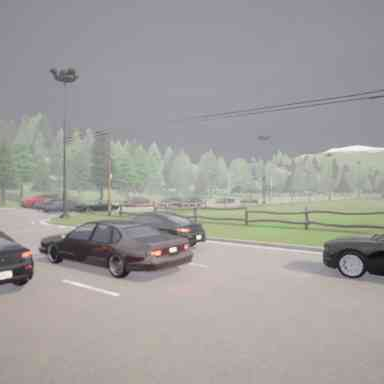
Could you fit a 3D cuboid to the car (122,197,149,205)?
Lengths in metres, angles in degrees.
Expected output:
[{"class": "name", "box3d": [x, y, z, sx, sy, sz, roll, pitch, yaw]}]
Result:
[{"class": "car", "box3d": [-9.468, 1.583, 54.539, 1.994, 1.385, 4.181, 0, 0, 37]}]

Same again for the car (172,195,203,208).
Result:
[{"class": "car", "box3d": [-0.336, 1.520, 49.213, 1.837, 1.490, 4.892, 0, 0, 37]}]

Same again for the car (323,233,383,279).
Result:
[{"class": "car", "box3d": [5.935, 1.478, 8.329, 5.008, 1.535, 1.882, -1, 0, 36]}]

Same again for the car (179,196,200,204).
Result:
[{"class": "car", "box3d": [-0.404, 1.583, 66.432, 1.994, 1.385, 4.181, 0, 0, 38]}]

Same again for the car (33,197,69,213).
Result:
[{"class": "car", "box3d": [-14.063, 1.564, 36.601, 2.033, 1.411, 5.357, 0, 0, 35]}]

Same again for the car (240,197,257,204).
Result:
[{"class": "car", "box3d": [10.836, 1.580, 63.908, 1.994, 1.385, 4.181, 0, 0, 38]}]

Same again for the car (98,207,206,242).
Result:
[{"class": "car", "box3d": [-1.588, 1.530, 13.835, 4.674, 1.442, 1.812, 0, 0, 36]}]

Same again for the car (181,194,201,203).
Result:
[{"class": "car", "box3d": [-0.193, 1.376, 72.453, 2.097, 1.767, 4.553, 0, 0, 37]}]

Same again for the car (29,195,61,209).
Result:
[{"class": "car", "box3d": [-18.000, 1.524, 43.133, 1.837, 1.490, 4.892, 0, 0, 36]}]

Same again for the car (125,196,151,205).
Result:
[{"class": "car", "box3d": [-9.753, 1.547, 59.943, 1.812, 1.442, 4.674, 0, 0, 37]}]

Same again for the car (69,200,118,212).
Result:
[{"class": "car", "box3d": [-10.358, 1.615, 35.794, 1.895, 1.301, 4.718, 0, 0, 36]}]

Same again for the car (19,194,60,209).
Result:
[{"class": "car", "box3d": [-20.573, 1.243, 45.549, 2.150, 2.045, 5.566, 0, 0, 36]}]

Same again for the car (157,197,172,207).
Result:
[{"class": "car", "box3d": [-3.426, 1.523, 50.929, 1.837, 1.490, 4.892, 0, -1, 37]}]

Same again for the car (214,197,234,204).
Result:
[{"class": "car", "box3d": [6.116, 1.618, 63.481, 1.895, 1.301, 4.718, 0, 0, 38]}]

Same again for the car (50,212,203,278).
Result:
[{"class": "car", "box3d": [-2.505, 1.551, 10.149, 5.357, 1.411, 2.033, 0, 0, 37]}]

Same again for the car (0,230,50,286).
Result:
[{"class": "car", "box3d": [-5.669, 1.530, 8.146, 4.674, 1.442, 1.812, 0, 0, 36]}]
